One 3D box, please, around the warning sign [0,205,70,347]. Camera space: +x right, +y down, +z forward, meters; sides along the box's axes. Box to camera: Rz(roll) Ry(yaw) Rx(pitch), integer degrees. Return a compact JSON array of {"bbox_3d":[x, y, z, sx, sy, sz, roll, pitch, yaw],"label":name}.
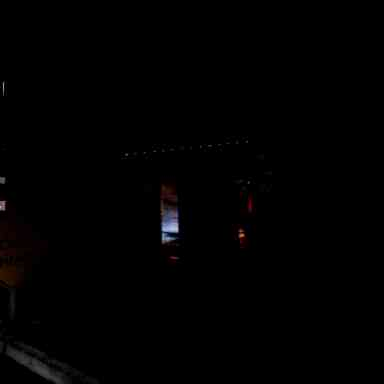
[{"bbox_3d":[-2.758,1.154,5.098,1.060,1.860,1.300,-1,0,36],"label":"warning sign"}]
